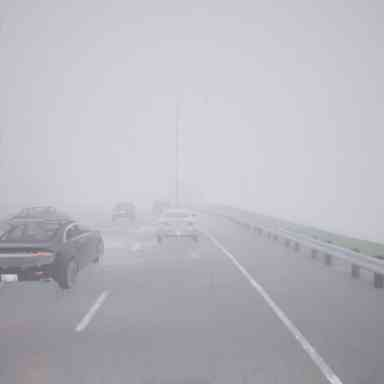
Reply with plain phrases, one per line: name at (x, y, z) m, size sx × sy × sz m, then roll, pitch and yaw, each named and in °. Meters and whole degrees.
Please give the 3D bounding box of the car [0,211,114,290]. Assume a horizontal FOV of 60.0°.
car at (-3.761, 1.501, 9.089) m, size 2.128 × 1.511 × 4.902 m, roll 0°, pitch 0°, yaw -3°

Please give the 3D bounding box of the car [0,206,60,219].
car at (-7.949, 1.512, 17.785) m, size 2.128 × 1.511 × 4.902 m, roll 0°, pitch 0°, yaw -6°

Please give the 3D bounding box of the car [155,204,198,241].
car at (-0.792, 1.532, 16.540) m, size 1.812 × 1.442 × 4.674 m, roll 0°, pitch 0°, yaw -5°

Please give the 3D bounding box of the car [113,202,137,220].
car at (-5.708, 1.566, 28.179) m, size 2.033 × 1.411 × 5.357 m, roll 0°, pitch 0°, yaw -9°

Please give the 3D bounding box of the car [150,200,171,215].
car at (-3.095, 1.506, 33.492) m, size 2.128 × 1.511 × 4.902 m, roll 0°, pitch 0°, yaw -10°
